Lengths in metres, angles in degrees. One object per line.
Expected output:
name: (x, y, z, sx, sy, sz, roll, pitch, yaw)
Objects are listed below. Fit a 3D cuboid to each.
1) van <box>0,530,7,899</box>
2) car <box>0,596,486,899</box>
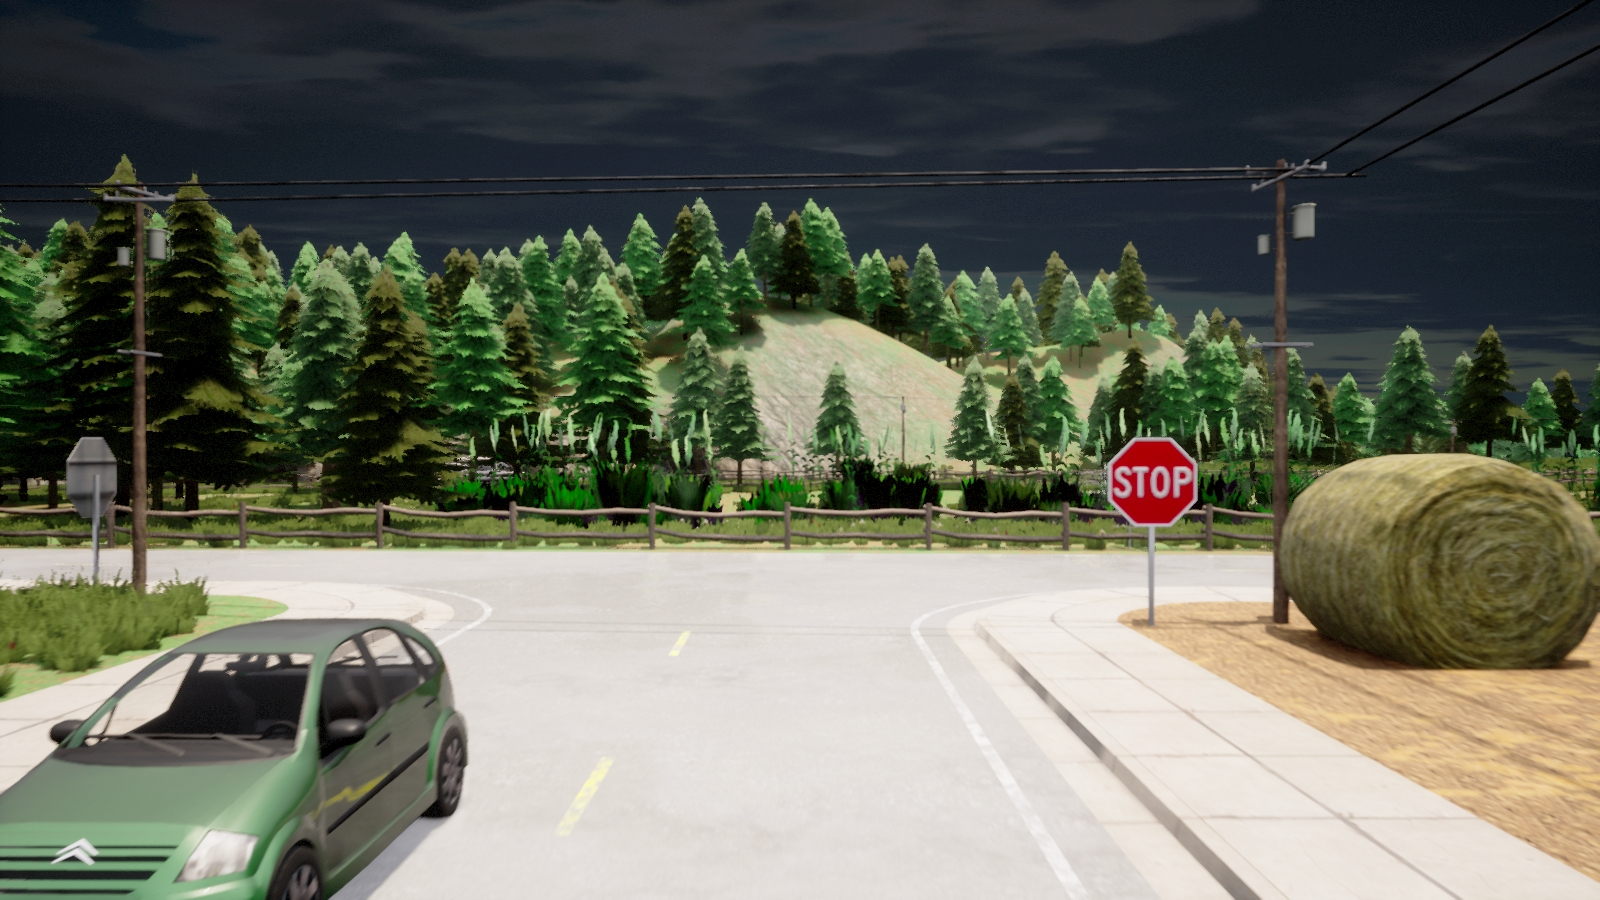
van: (-3.510, 1.534, 0.677, 1.988, 2.561, 5.915, 0, 0, 0)
car: (-3.493, 2.000, 7.346, 1.851, 1.617, 3.988, 0, 0, 0)
